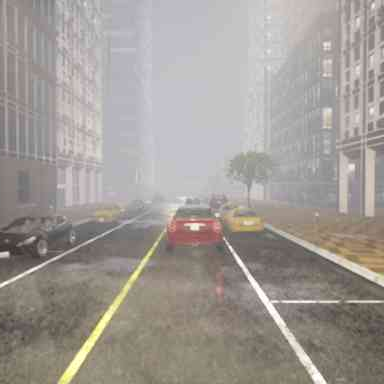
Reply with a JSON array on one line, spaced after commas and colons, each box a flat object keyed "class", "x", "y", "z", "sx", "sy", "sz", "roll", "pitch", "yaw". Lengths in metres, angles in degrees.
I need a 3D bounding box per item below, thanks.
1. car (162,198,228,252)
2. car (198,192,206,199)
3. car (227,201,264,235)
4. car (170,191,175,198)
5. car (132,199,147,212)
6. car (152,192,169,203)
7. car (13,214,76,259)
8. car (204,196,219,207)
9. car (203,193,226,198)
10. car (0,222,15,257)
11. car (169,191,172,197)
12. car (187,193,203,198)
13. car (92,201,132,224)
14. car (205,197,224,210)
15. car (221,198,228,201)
[{"class": "car", "x": 0.097, "y": 1.281, "z": 13.732, "sx": 2.097, "sy": 1.767, "sz": 4.553, "roll": 0, "pitch": 0, "yaw": 0}, {"class": "car", "x": 2.658, "y": 0.919, "z": 85.969, "sx": 1.967, "sy": 1.590, "sz": 4.097, "roll": -1, "pitch": 0, "yaw": 0}, {"class": "car", "x": 2.675, "y": 1.432, "z": 18.040, "sx": 1.752, "sy": 1.417, "sz": 4.829, "roll": -1, "pitch": 0, "yaw": 0}, {"class": "car", "x": -5.726, "y": 0.752, "z": 91.690, "sx": 2.192, "sy": 1.841, "sz": 5.009, "roll": -1, "pitch": 0, "yaw": 0}, {"class": "car", "x": -5.708, "y": 1.399, "z": 34.946, "sx": 1.802, "sy": 1.307, "sz": 4.206, "roll": -1, "pitch": 0, "yaw": 0}, {"class": "car", "x": -5.718, "y": 0.993, "z": 57.643, "sx": 2.192, "sy": 1.841, "sz": 5.009, "roll": -1, "pitch": 0, "yaw": 0}, {"class": "car", "x": -5.703, "y": 1.506, "z": 12.249, "sx": 1.947, "sy": 1.339, "sz": 4.313, "roll": -1, "pitch": 0, "yaw": 0}, {"class": "car", "x": 2.669, "y": 1.292, "z": 46.246, "sx": 1.887, "sy": 1.381, "sz": 4.507, "roll": -1, "pitch": 0, "yaw": 0}, {"class": "car", "x": 2.668, "y": 1.130, "z": 34.893, "sx": 2.192, "sy": 1.841, "sz": 5.009, "roll": -1, "pitch": 0, "yaw": 0}, {"class": "car", "x": -5.701, "y": 1.535, "z": 6.574, "sx": 1.947, "sy": 1.339, "sz": 4.313, "roll": -1, "pitch": 0, "yaw": 0}, {"class": "car", "x": -5.717, "y": 1.128, "z": 68.822, "sx": 1.752, "sy": 1.417, "sz": 4.829, "roll": -1, "pitch": 0, "yaw": 0}, {"class": "car", "x": 0.090, "y": 1.263, "z": 42.397, "sx": 2.128, "sy": 1.511, "sz": 4.902, "roll": 0, "pitch": 0, "yaw": 0}, {"class": "car", "x": -5.706, "y": 1.406, "z": 23.427, "sx": 1.752, "sy": 1.417, "sz": 4.829, "roll": -1, "pitch": 0, "yaw": 0}, {"class": "car", "x": 2.671, "y": 1.347, "z": 40.569, "sx": 1.947, "sy": 1.339, "sz": 4.313, "roll": -1, "pitch": 0, "yaw": 0}, {"class": "car", "x": 2.674, "y": 1.402, "z": 23.714, "sx": 1.752, "sy": 1.417, "sz": 4.829, "roll": -1, "pitch": 0, "yaw": 0}]
